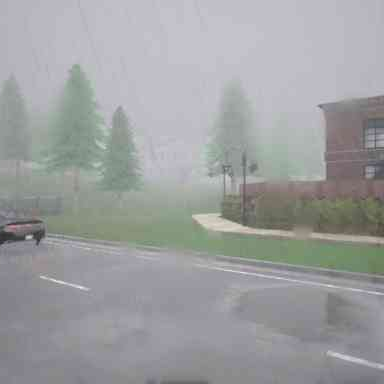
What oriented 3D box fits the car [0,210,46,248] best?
[{"bbox_3d":[-8.130,1.491,13.965,4.902,1.511,2.128,0,0,35],"label":"car"}]
